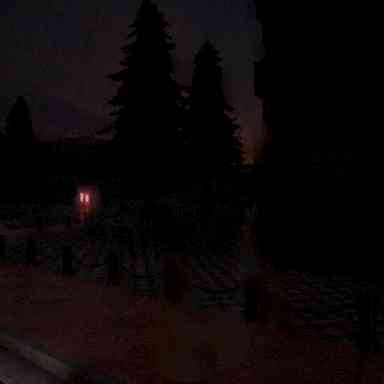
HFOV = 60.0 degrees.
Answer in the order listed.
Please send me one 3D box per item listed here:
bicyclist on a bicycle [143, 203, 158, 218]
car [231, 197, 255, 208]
[{"bbox_3d":[-3.240,1.281,25.802,1.656,1.620,0.582,0,0,35],"label":"bicyclist on a bicycle"},{"bbox_3d":[7.438,1.450,47.839,1.882,1.535,5.008,0,0,35],"label":"car"}]
